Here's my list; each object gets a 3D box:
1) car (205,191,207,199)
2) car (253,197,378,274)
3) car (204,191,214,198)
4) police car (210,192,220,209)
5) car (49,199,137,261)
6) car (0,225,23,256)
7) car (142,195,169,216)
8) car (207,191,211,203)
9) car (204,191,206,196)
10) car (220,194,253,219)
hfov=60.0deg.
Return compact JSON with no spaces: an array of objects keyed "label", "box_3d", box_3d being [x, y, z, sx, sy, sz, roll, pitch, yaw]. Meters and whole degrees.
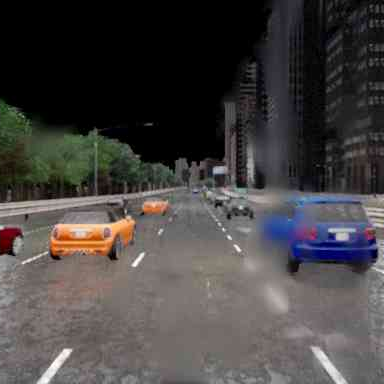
[{"label":"car","box_3d":[3.934,1.023,62.720,1.837,1.490,4.892,0,1,1]},{"label":"car","box_3d":[3.611,1.171,10.626,2.150,2.045,5.566,0,0,0]},{"label":"car","box_3d":[4.284,0.616,84.679,2.163,1.488,4.792,0,1,1]},{"label":"police car","box_3d":[3.688,1.141,40.890,1.930,1.638,5.238,0,1,1]},{"label":"car","box_3d":[-3.379,1.296,12.246,2.097,1.767,4.553,0,0,0]},{"label":"car","box_3d":[-6.887,1.435,9.759,1.882,1.535,5.008,0,0,0]},{"label":"car","box_3d":[-3.289,1.160,30.676,2.097,1.767,4.553,0,1,0]},{"label":"car","box_3d":[3.797,0.972,51.719,2.097,1.767,4.553,0,1,1]},{"label":"car","box_3d":[4.096,0.823,73.681,1.882,1.535,5.008,0,1,1]},{"label":"car","box_3d":[3.685,1.190,27.076,2.097,1.767,4.553,0,0,1]}]
